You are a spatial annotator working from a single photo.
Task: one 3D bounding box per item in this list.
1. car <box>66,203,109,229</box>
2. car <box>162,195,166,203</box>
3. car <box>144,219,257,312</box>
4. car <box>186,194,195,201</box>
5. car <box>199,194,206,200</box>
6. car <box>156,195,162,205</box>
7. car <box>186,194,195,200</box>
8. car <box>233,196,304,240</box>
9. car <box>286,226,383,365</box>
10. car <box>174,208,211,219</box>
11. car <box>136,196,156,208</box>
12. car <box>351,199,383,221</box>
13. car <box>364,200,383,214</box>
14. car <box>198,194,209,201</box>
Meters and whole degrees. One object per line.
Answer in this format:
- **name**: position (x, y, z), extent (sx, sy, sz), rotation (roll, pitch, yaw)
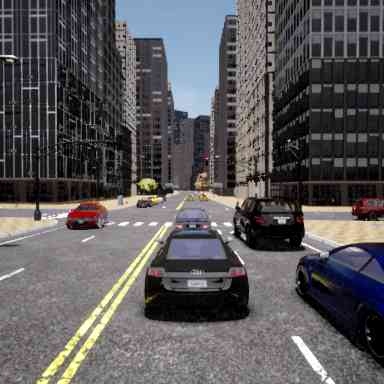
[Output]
- **car**: position (-6.670, 1.467, 21.745), extent (1.882, 1.535, 5.008), rotation (1, 0, -6)
- **car**: position (-6.839, 1.466, 66.565), extent (1.812, 1.442, 4.674), rotation (0, 0, 0)
- **car**: position (0.066, 1.560, 7.793), extent (1.994, 1.385, 4.181), rotation (0, 0, -1)
- **car**: position (-0.365, 1.392, 78.647), extent (1.882, 1.535, 5.008), rotation (0, 0, 0)
- **car**: position (2.836, 1.238, 89.078), extent (1.837, 1.490, 4.892), rotation (0, 0, 0)
- **car**: position (-6.848, 1.430, 57.117), extent (1.882, 1.535, 5.008), rotation (0, 0, 0)
- **car**: position (-0.414, 1.263, 89.064), extent (2.128, 1.511, 4.902), rotation (0, 0, 0)
- **car**: position (3.305, 1.212, 15.244), extent (2.150, 2.045, 5.566), rotation (0, 0, -2)
- **car**: position (3.334, 1.561, 5.823), extent (1.994, 1.385, 4.181), rotation (0, 0, -1)
- **car**: position (0.021, 1.537, 17.014), extent (2.033, 1.411, 5.357), rotation (0, 0, 0)
- **car**: position (-6.814, 1.527, 48.188), extent (1.994, 1.385, 4.181), rotation (0, 0, 0)
- **car**: position (16.072, 1.518, 27.933), extent (5.009, 1.841, 2.192), rotation (1, 0, 1)
- **car**: position (21.642, 1.641, 36.245), extent (4.829, 1.417, 1.752), rotation (1, 0, 1)
- **car**: position (2.886, 1.392, 78.661), extent (1.882, 1.535, 5.008), rotation (0, 0, 0)
